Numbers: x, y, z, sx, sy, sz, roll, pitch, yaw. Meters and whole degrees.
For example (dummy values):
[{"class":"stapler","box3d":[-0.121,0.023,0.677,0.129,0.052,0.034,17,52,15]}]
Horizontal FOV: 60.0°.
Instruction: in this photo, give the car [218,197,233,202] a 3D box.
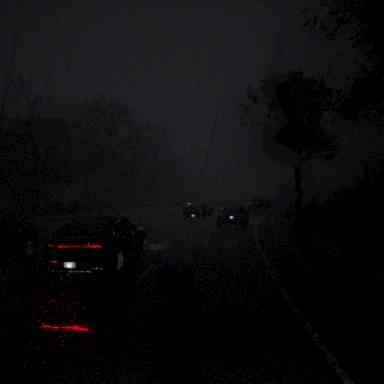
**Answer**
[{"class":"car","box3d":[4.811,1.527,50.352,1.812,1.442,4.674,0,0,26]}]

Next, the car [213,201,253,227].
[{"class":"car","box3d":[2.914,1.572,22.972,1.994,1.385,4.181,0,0,12]}]

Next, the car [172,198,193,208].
[{"class":"car","box3d":[-0.891,1.526,46.272,2.033,1.411,5.357,0,0,23]}]

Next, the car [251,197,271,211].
[{"class":"car","box3d":[8.362,1.376,40.501,2.097,1.767,4.553,0,0,21]}]

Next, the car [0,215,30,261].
[{"class":"car","box3d":[-6.462,1.489,9.833,1.837,1.490,4.892,0,0,6]}]

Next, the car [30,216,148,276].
[{"class":"car","box3d":[-2.696,1.498,10.370,1.837,1.490,4.892,0,0,6]}]

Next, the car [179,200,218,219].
[{"class":"car","box3d":[0.664,1.599,28.733,1.895,1.301,4.718,0,0,15]}]
